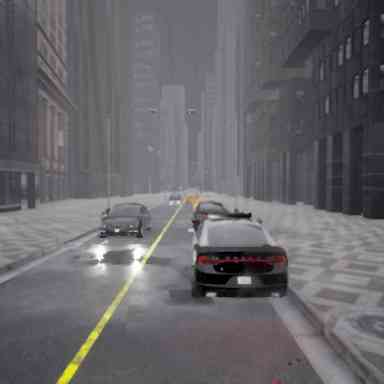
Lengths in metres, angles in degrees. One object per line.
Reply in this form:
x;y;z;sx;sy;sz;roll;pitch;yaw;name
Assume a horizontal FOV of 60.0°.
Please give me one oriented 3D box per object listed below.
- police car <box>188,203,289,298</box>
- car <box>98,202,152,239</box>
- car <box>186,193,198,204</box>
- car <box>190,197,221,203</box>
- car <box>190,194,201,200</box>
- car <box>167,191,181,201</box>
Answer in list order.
0.927;1.309;8.405;1.930;1.638;5.238;0;1;0;police car
-3.045;1.290;15.938;1.837;1.490;4.892;0;1;0;car
0.189;0.881;47.062;1.882;1.535;5.008;0;1;1;car
0.962;1.261;18.296;1.837;1.490;4.892;0;1;0;car
0.983;1.159;24.296;1.882;1.535;5.008;0;1;0;car
-2.867;0.847;57.140;1.994;1.385;4.181;0;1;1;car
